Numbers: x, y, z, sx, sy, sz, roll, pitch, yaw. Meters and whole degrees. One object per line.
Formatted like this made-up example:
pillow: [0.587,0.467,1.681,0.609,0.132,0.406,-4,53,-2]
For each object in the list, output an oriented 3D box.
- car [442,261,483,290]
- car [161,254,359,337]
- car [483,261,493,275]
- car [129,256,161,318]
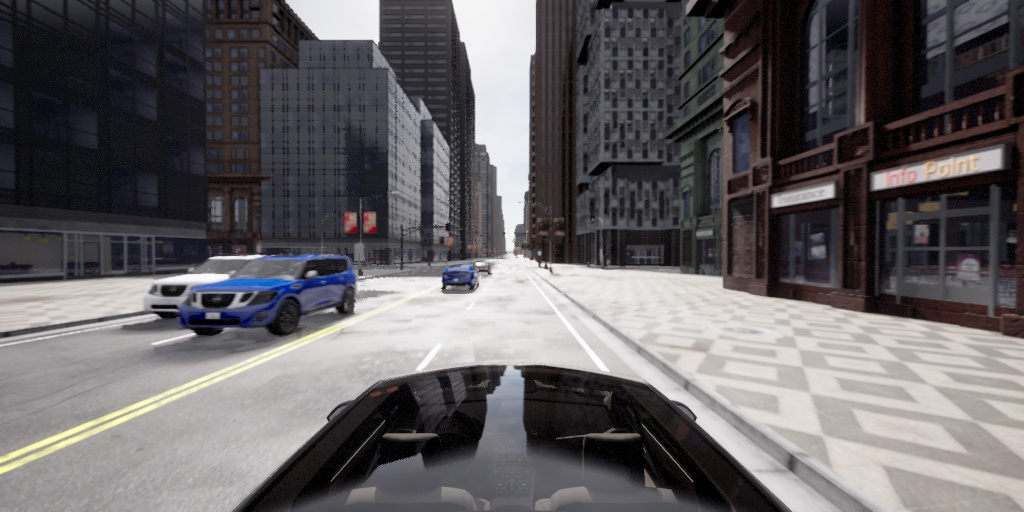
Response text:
car: [-3.154,1.220,22.677,1.882,1.535,5.008,0,0,0]
car: [-6.593,0.968,10.675,2.150,2.045,5.566,0,0,0]
car: [-3.157,1.286,38.821,2.033,1.411,5.357,0,0,0]
car: [-9.838,0.966,13.063,2.150,2.045,5.566,0,0,0]
